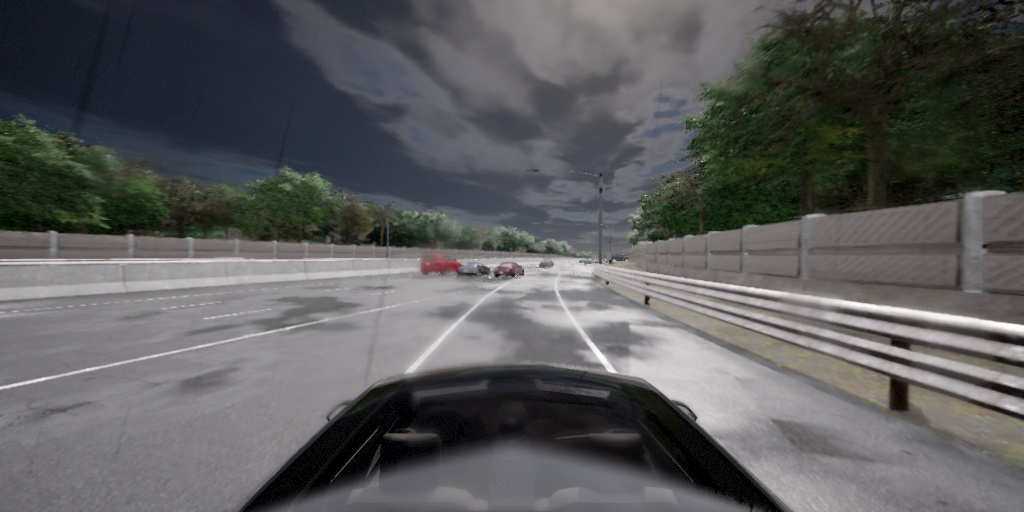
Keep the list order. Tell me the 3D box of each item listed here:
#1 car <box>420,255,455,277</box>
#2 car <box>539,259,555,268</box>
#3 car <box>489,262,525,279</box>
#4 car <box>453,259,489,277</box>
[{"bbox_3d":[-6.839,0.890,35.163,2.150,2.045,5.566,1,0,18],"label":"car"},{"bbox_3d":[6.266,1.353,64.062,2.033,1.411,5.357,1,0,18],"label":"car"},{"bbox_3d":[-0.208,1.268,32.930,1.812,1.442,4.674,1,0,18],"label":"car"},{"bbox_3d":[-3.527,1.269,34.034,1.994,1.385,4.181,1,0,18],"label":"car"}]
